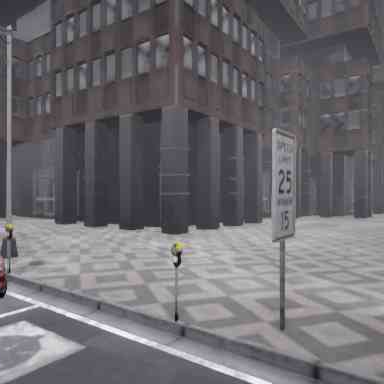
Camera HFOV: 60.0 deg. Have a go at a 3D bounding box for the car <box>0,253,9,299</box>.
[{"bbox_3d":[-5.720,1.436,7.040,4.097,1.590,1.967,0,0,36],"label":"car"}]
